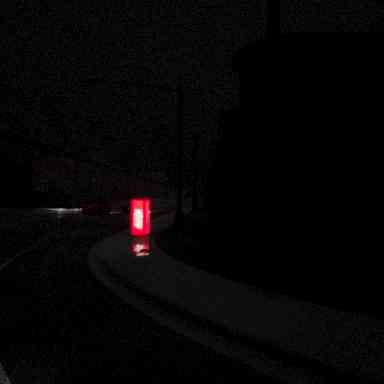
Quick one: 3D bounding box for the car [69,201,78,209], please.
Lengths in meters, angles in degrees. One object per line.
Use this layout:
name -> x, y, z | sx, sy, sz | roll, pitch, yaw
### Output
car -> -17.105, 1.843, 53.149 | 2.128, 1.511, 4.902 | 0, -1, 4

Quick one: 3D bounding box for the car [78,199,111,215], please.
car -> -10.872, 1.615, 38.088 | 2.097, 1.767, 4.553 | 0, -1, 3

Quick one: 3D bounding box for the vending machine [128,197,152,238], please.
vending machine -> -2.792, 1.341, 17.926 | 1.100, 2.100, 0.880 | 0, -1, 3

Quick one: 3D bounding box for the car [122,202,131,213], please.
car -> -7.192, 1.884, 40.982 | 1.994, 1.385, 4.181 | 0, -1, 3

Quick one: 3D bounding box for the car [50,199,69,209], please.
car -> -20.654, 1.842, 52.611 | 1.812, 1.442, 4.674 | 0, -1, 4
